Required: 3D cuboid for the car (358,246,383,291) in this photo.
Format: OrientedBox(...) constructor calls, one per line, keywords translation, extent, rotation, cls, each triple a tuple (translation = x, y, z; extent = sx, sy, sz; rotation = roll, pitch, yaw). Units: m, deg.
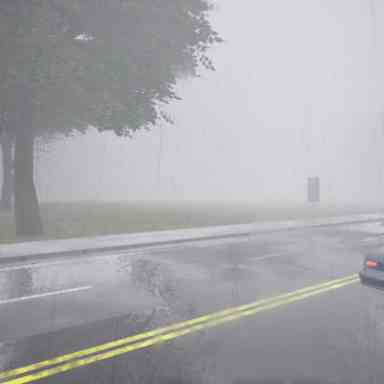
OrientedBox(translation=(6.010, 1.511, 7.730), extent=(5.357, 1.411, 2.033), rotation=(0, 0, -35), cls="car")
